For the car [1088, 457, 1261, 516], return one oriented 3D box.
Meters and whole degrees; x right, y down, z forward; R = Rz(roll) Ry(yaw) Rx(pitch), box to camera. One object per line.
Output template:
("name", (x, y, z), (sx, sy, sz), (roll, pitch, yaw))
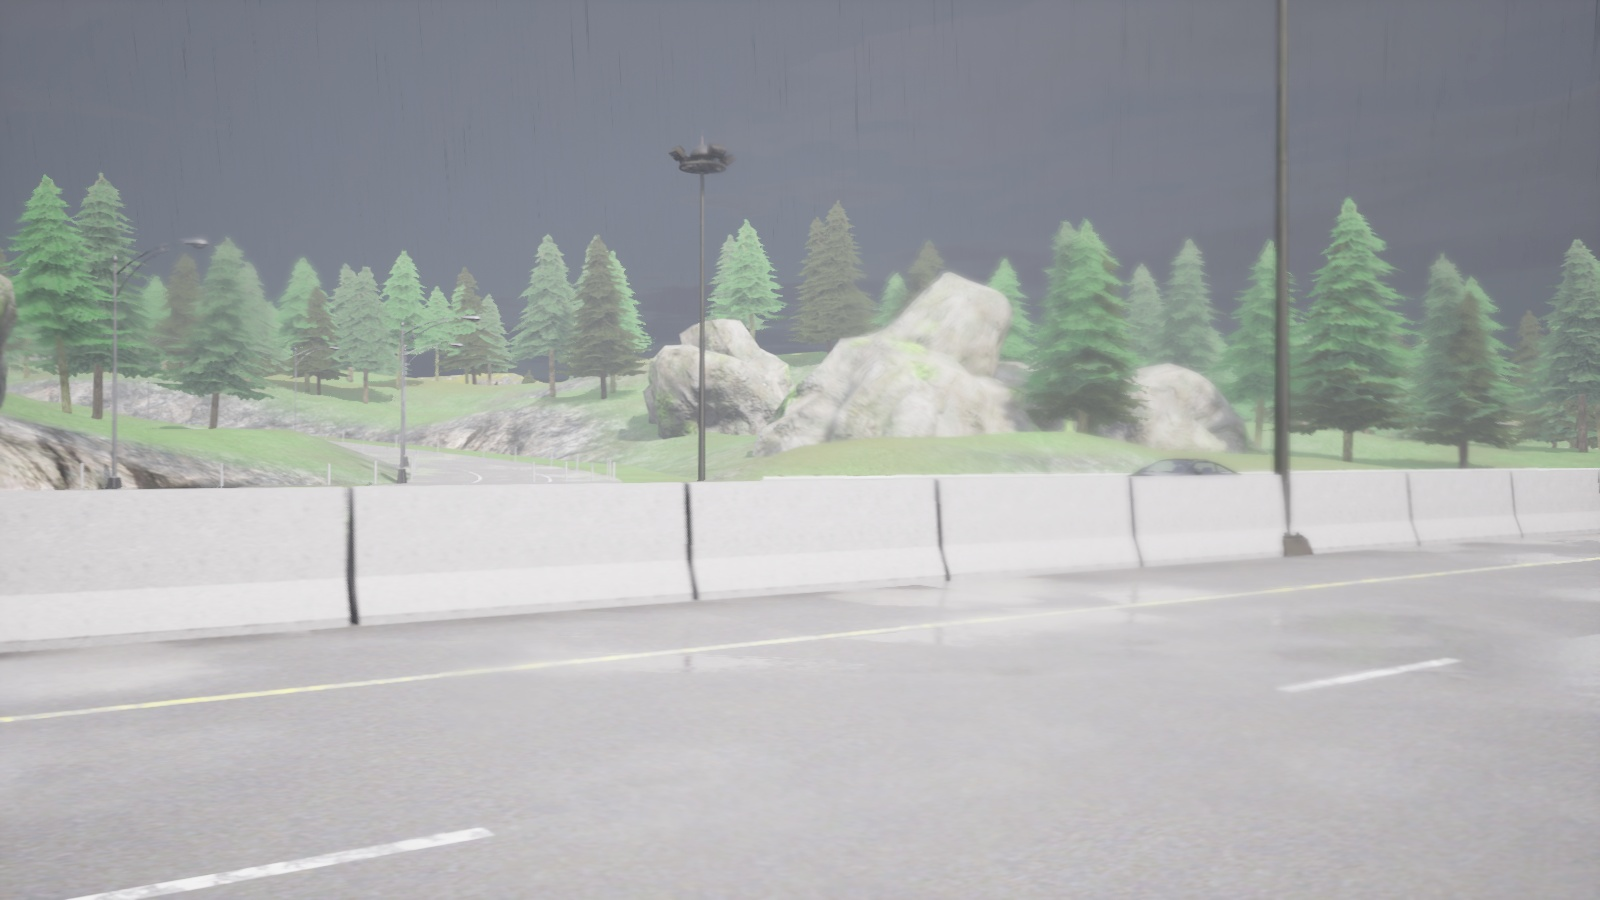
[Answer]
("car", (9.444, 0.866, 31.556), (4.181, 1.385, 1.994), (0, 0, -35))
